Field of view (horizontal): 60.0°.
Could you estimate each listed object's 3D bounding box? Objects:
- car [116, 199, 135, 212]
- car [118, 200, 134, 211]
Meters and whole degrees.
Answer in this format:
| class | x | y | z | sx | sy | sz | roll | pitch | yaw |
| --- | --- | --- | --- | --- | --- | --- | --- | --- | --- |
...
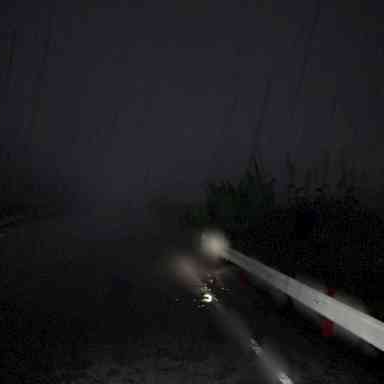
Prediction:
| class | x | y | z | sx | sy | sz | roll | pitch | yaw |
| --- | --- | --- | --- | --- | --- | --- | --- | --- | --- |
| car | -7.590 | 1.528 | 37.979 | 2.128 | 1.511 | 4.902 | -2 | -2 | -10 |
| car | -9.570 | 1.944 | 48.551 | 1.882 | 1.535 | 5.008 | -2 | -1 | -8 |
